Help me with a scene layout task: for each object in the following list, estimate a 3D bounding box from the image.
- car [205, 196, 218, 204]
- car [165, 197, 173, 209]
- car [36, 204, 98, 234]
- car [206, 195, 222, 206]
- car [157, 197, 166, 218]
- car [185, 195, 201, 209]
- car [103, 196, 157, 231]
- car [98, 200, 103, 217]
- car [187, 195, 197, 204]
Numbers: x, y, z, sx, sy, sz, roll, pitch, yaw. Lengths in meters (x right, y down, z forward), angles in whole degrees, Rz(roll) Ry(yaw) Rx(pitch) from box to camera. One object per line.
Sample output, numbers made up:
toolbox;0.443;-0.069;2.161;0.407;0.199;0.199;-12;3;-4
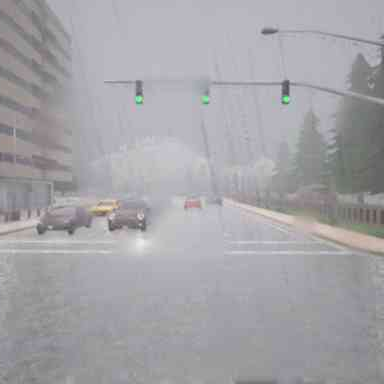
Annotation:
car;3.516;1.383;60.214;1.994;1.385;4.181;0;0;0
car;-3.552;1.376;42.966;2.128;1.511;4.902;0;0;0
car;-7.087;1.496;19.011;1.812;1.442;4.674;0;0;0
car;3.513;1.201;51.788;2.097;1.767;4.553;0;0;0
car;-3.580;1.459;29.077;1.812;1.442;4.674;0;0;0
car;0.112;1.231;43.740;2.097;1.767;4.553;0;0;0
car;-3.586;1.316;20.092;2.097;1.767;4.553;0;0;0
car;-7.082;1.416;28.166;1.882;1.535;5.008;0;0;0
car;0.016;1.297;60.933;1.882;1.535;5.008;0;0;0
